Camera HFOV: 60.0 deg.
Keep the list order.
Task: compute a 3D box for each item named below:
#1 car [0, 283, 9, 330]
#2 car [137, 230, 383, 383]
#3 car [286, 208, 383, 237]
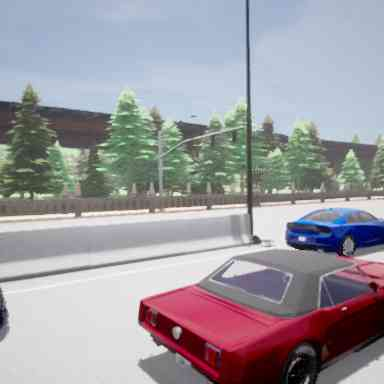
[{"bbox_3d":[-4.901,1.565,4.558,4.181,1.385,1.994,0,0,-35],"label":"car"},{"bbox_3d":[1.708,1.550,4.969,4.718,1.301,1.895,-1,1,-35],"label":"car"},{"bbox_3d":[5.498,1.300,11.971,5.008,1.535,1.882,-1,1,-36],"label":"car"}]
